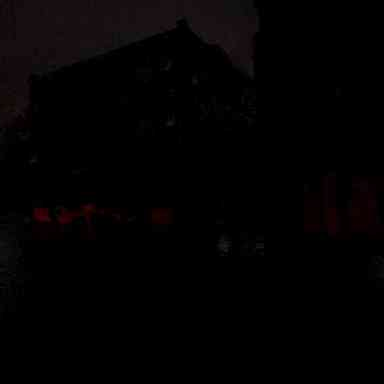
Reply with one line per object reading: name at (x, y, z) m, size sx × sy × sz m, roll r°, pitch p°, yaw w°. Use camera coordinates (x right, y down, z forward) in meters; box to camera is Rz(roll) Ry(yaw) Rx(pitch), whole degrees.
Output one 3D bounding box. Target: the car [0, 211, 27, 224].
car at (-21.972, 2.967, 39.058) m, size 1.882 × 1.535 × 5.008 m, roll -5°, pitch 1°, yaw 28°
